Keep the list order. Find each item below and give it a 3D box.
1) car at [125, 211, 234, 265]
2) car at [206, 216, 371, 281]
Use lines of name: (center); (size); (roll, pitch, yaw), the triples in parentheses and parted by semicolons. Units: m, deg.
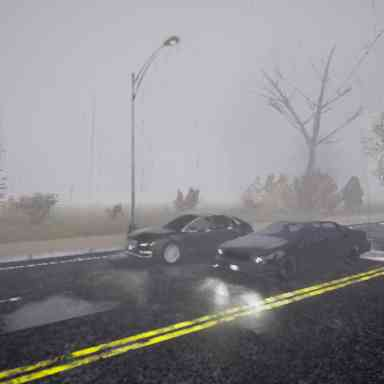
car: (0.070, 1.478, 11.703); (4.892, 1.490, 1.837); (0, 0, -36)
car: (3.242, 1.521, 9.964); (5.357, 1.411, 2.033); (0, 0, -35)
